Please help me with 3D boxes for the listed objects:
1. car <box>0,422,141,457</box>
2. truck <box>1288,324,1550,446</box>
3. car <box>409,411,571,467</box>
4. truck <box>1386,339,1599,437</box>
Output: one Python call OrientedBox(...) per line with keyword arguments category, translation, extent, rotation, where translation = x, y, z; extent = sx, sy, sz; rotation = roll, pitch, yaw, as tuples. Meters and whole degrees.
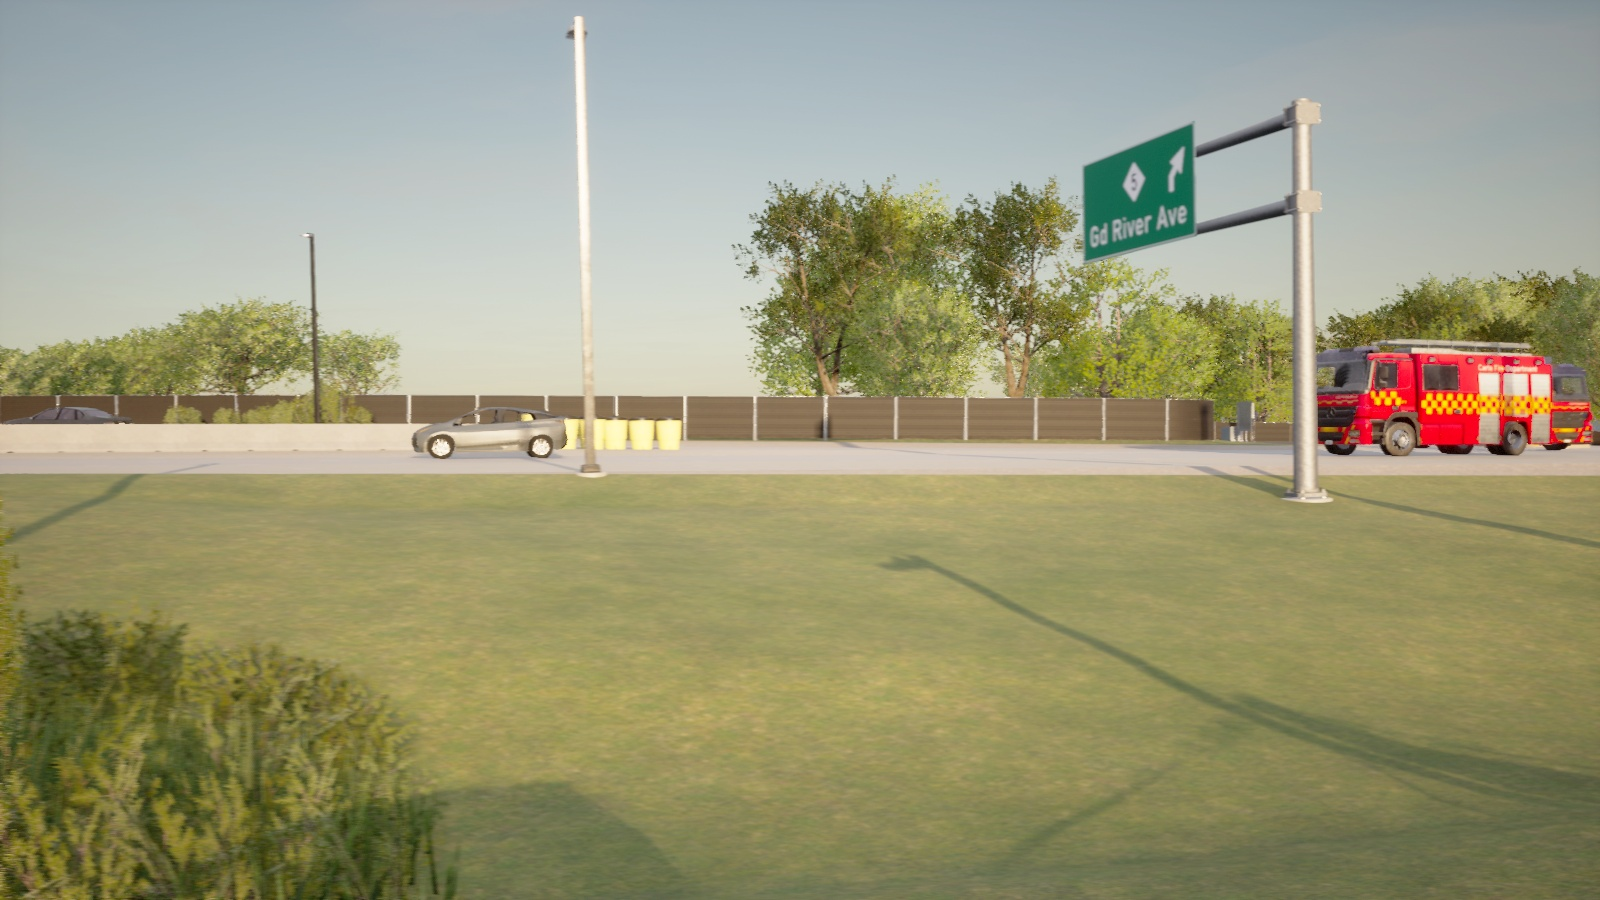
OrientedBox(category="car", translation=(-31.196, -0.446, 53.549), extent=(5.357, 1.411, 2.033), rotation=(0, 2, 11))
OrientedBox(category="truck", translation=(20.891, -2.170, 42.318), extent=(8.468, 3.827, 2.891), rotation=(-2, 1, -21))
OrientedBox(category="car", translation=(-9.199, -0.345, 37.266), extent=(4.514, 1.525, 2.007), rotation=(-1, 1, -16))
OrientedBox(category="truck", translation=(29.328, -2.544, 53.598), extent=(2.891, 3.827, 8.468), rotation=(-2, 1, -16))
